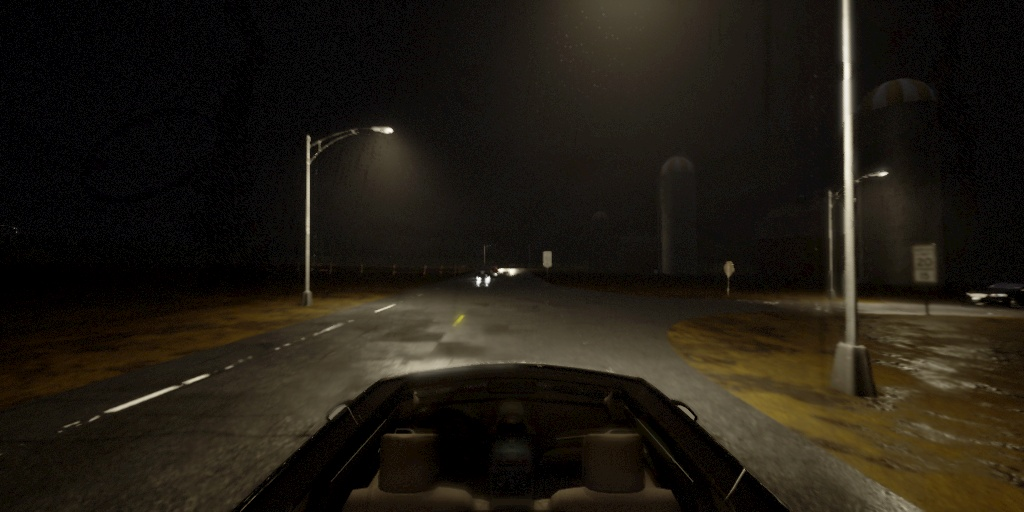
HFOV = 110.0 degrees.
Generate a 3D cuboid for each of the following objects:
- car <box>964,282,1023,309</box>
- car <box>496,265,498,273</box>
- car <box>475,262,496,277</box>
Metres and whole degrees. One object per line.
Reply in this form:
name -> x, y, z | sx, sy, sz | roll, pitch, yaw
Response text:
car -> 28.559, 2.186, 20.142 | 4.902, 1.511, 2.128 | 1, -2, 0
car -> -3.519, 2.020, 63.004 | 2.097, 1.767, 4.553 | 0, -1, 0
car -> -3.570, 1.872, 46.130 | 2.128, 1.511, 4.902 | 0, -1, 0
